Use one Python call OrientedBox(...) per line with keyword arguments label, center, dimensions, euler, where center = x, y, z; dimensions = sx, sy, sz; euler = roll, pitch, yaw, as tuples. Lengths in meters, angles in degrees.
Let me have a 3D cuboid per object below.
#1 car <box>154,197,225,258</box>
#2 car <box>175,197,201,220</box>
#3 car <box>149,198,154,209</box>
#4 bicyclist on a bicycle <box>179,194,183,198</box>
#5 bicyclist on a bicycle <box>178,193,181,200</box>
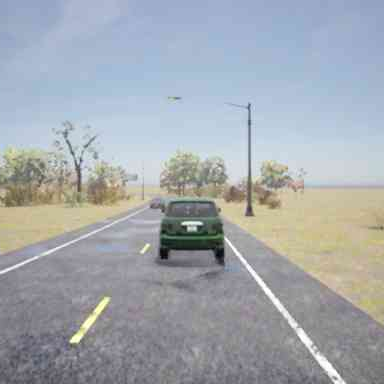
OrientedBox(label="car", center=(-0.027, 1.214, 12.805), dimensions=(2.150, 2.045, 5.566), euler=(0, 0, -1))
OrientedBox(label="car", center=(-0.387, 1.334, 28.745), dimensions=(2.097, 1.767, 4.553), euler=(0, 0, -1))
OrientedBox(label="car", center=(-4.663, 1.479, 44.425), dimensions=(1.837, 1.490, 4.892), euler=(0, 0, -3))
OrientedBox(label="bicyclist on a bicycle", center=(-2.513, 1.359, 81.650), dimensions=(0.866, 1.612, 1.509), euler=(0, 0, -5))
OrientedBox(label="bicyclist on a bicycle", center=(-3.302, 1.274, 90.640), dimensions=(0.659, 1.776, 1.843), euler=(0, 0, -5))
